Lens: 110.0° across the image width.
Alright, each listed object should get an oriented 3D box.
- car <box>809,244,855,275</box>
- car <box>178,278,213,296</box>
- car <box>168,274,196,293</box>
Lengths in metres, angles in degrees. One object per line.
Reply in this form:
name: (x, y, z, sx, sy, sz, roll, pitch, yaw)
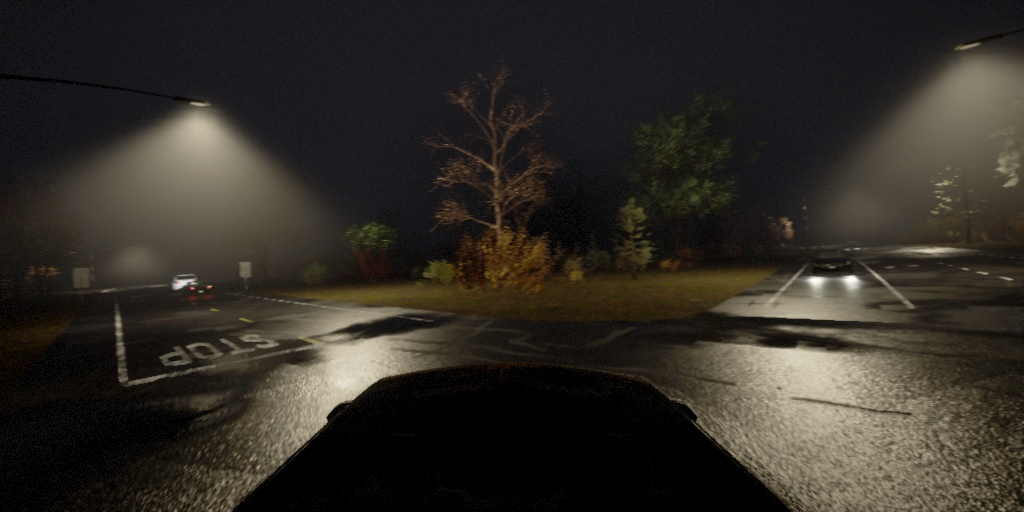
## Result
car: (20.397, 0.307, 22.909, 1.882, 1.535, 5.008, -6, -2, 42)
car: (-30.692, 3.102, 34.934, 4.718, 1.301, 1.895, -3, 0, 42)
car: (-38.351, 3.166, 41.838, 5.566, 2.045, 2.150, -3, 0, 42)
